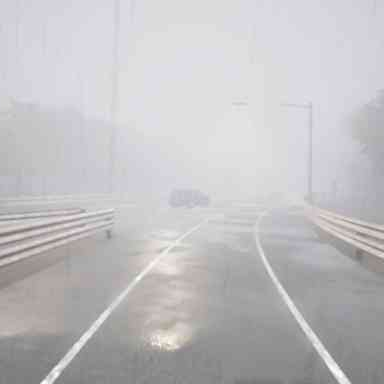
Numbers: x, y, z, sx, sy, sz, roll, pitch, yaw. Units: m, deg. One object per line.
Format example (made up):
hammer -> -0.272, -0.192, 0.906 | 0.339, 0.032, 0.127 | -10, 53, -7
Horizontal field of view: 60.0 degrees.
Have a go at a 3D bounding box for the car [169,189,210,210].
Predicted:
car -> -0.160, 0.715, 34.919 | 2.150, 2.045, 5.566 | 1, 2, 31

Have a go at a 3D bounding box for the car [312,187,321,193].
car -> 33.075, -0.418, 89.013 | 2.150, 2.045, 5.566 | 1, 1, 32

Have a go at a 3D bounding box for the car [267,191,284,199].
car -> 15.039, 0.499, 59.734 | 1.994, 1.385, 4.181 | 1, 2, 32
